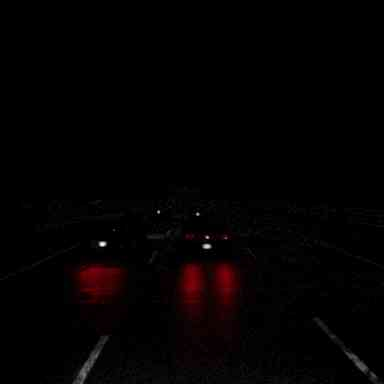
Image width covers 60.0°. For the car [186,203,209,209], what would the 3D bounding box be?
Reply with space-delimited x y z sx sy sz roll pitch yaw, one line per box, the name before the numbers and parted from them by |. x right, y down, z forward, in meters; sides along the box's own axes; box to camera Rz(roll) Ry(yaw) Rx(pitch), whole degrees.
car | 0.519 1.771 31.428 1.837 1.490 4.892 0 -1 0

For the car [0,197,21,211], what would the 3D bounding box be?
car | -20.674 1.580 36.434 2.150 2.045 5.566 0 -1 0

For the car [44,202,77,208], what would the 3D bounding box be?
car | -13.674 1.829 35.962 1.882 1.535 5.008 0 -1 0

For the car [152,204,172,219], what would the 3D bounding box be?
car | -2.981 1.837 31.827 1.994 1.385 4.181 0 -1 0

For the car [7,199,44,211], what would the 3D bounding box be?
car | -17.179 1.820 35.531 1.882 1.535 5.008 0 -1 0

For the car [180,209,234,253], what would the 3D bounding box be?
car | 0.519 1.591 13.656 1.895 1.301 4.718 0 0 0

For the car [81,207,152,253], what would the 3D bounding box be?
car | -2.981 1.493 13.507 1.837 1.490 4.892 0 0 0
